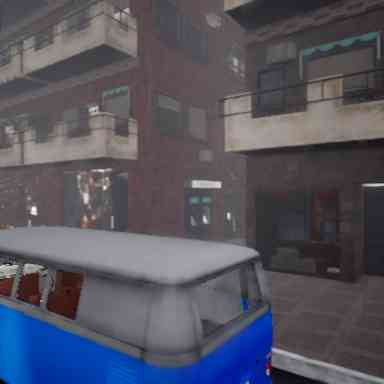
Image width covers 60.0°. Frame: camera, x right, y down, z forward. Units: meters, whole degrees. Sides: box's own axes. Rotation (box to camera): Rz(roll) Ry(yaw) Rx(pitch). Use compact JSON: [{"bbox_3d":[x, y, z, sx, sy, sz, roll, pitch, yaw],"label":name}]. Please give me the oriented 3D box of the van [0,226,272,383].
[{"bbox_3d":[-1.131,1.351,3.684,3.998,1.788,1.690,0,0,35],"label":"van"}]
